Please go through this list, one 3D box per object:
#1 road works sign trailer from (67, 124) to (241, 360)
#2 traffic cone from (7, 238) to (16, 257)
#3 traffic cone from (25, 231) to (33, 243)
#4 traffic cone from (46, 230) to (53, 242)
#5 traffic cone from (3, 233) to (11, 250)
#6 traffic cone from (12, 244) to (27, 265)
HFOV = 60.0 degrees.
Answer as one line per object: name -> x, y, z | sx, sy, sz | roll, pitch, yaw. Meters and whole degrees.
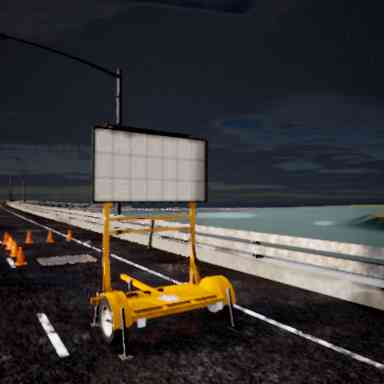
road works sign trailer -> -0.832, 0.607, 6.468 | 2.380, 3.560, 2.880 | 1, -1, -33
traffic cone -> -7.003, 2.226, 13.157 | 0.340, 0.580, 0.340 | 1, -1, -33
traffic cone -> -8.353, 2.306, 17.052 | 0.340, 0.580, 0.340 | 1, -1, -33
traffic cone -> -7.515, 2.320, 17.599 | 0.340, 0.580, 0.340 | 1, -1, -33
traffic cone -> -8.096, 2.259, 14.832 | 0.340, 0.580, 0.340 | 1, -1, -33
traffic cone -> -5.910, 2.193, 11.483 | 0.340, 0.580, 0.340 | 1, -1, -33
